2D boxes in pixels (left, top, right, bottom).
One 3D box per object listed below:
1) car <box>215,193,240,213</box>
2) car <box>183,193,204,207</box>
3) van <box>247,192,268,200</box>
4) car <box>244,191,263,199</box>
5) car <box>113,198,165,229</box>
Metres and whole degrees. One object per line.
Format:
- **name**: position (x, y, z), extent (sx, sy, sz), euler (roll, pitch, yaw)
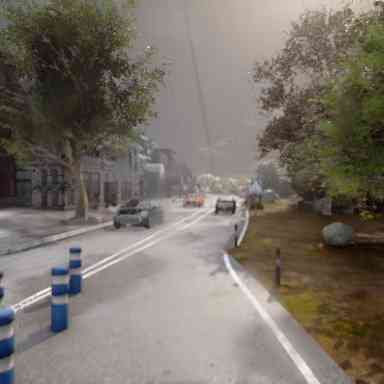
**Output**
- **car**: position (3.260, 1.155, 31.785), extent (2.128, 1.511, 4.902), euler (0, 1, 9)
- **car**: position (0.228, 0.933, 40.437), extent (2.097, 1.767, 4.553), euler (0, 1, 9)
- **van**: position (15.799, 1.003, 80.022), extent (4.442, 1.987, 1.878), euler (1, -1, -13)
- **car**: position (14.212, 0.818, 68.261), extent (5.566, 2.045, 2.435), euler (1, -1, -13)
- **car**: position (-3.099, 1.171, 20.169), extent (2.097, 1.767, 4.553), euler (0, 1, 9)
